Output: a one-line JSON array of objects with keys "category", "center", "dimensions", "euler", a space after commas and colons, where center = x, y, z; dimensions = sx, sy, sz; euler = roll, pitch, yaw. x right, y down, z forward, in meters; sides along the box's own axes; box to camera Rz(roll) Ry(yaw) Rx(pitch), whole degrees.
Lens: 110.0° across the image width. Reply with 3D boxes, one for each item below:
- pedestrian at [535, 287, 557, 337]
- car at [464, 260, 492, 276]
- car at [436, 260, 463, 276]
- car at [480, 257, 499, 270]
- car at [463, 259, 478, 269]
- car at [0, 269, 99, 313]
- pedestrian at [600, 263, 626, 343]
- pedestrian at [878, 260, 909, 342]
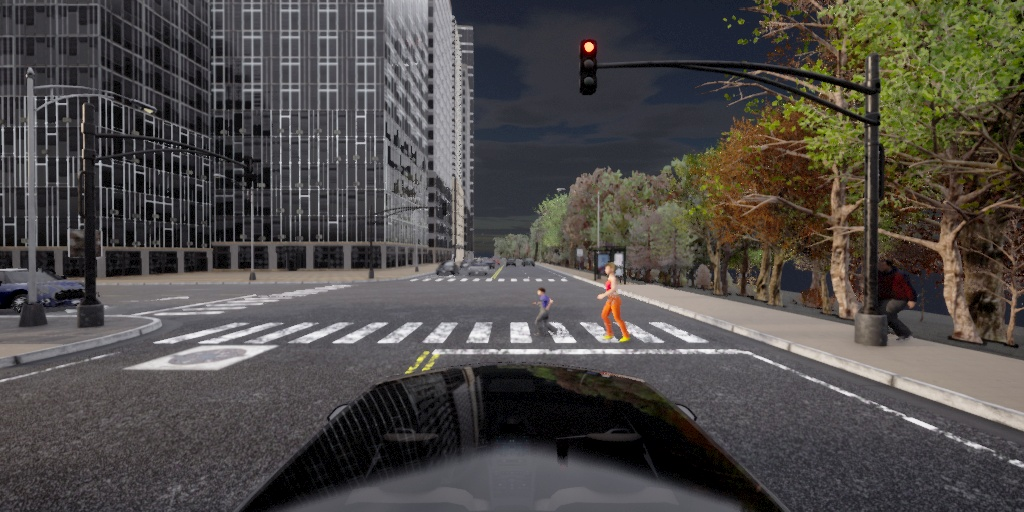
[{"category": "pedestrian", "center": [0.818, 1.322, 8.783], "dimensions": [0.375, 1.300, 0.375], "euler": [0, 0, 0]}, {"category": "car", "center": [-3.438, 1.341, 37.072], "dimensions": [1.895, 1.301, 4.718], "euler": [0, 0, 0]}, {"category": "car", "center": [-6.688, 1.266, 37.551], "dimensions": [1.812, 1.442, 4.674], "euler": [0, 0, 0]}, {"category": "car", "center": [-3.474, 1.283, 54.015], "dimensions": [2.033, 1.411, 5.357], "euler": [0, 0, 0]}, {"category": "car", "center": [-6.722, 1.227, 53.988], "dimensions": [2.128, 1.511, 4.902], "euler": [0, 0, 0]}, {"category": "car", "center": [-19.855, 1.296, 14.526], "dimensions": [4.553, 1.767, 2.097], "euler": [-1, 0, 0]}, {"category": "pedestrian", "center": [2.330, 1.042, 8.321], "dimensions": [0.375, 1.860, 0.375], "euler": [0, 0, 0]}, {"category": "pedestrian", "center": [7.960, 0.890, 7.599], "dimensions": [0.375, 1.860, 0.375], "euler": [0, 0, 0]}]
